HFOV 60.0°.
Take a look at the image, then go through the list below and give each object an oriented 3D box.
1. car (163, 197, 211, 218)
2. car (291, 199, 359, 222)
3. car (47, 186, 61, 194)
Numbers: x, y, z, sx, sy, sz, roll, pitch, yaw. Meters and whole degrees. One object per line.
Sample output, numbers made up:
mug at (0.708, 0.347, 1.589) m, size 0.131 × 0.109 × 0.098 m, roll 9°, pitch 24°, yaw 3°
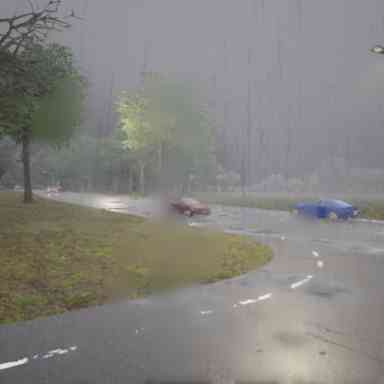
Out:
car at (-0.512, 1.137, 26.785) m, size 1.882 × 1.535 × 5.008 m, roll -1°, pitch 2°, yaw -35°
car at (9.654, 1.245, 24.560) m, size 1.882 × 1.535 × 5.008 m, roll -1°, pitch 2°, yaw -35°
car at (-31.056, -0.446, 73.934) m, size 2.097 × 1.767 × 4.553 m, roll -1°, pitch 2°, yaw -28°
